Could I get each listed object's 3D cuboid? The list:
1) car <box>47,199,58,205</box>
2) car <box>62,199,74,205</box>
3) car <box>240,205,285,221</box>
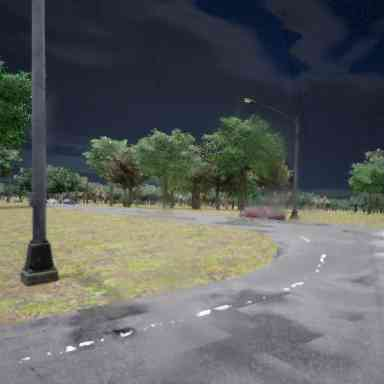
[{"bbox_3d":[-33.545,2.299,79.949,1.812,1.442,4.674,4,-3,-30],"label":"car"},{"bbox_3d":[-30.981,2.524,83.109,1.812,1.442,4.674,4,-3,-35],"label":"car"},{"bbox_3d":[6.261,1.844,29.793,1.994,1.385,4.181,4,-3,-35],"label":"car"}]
